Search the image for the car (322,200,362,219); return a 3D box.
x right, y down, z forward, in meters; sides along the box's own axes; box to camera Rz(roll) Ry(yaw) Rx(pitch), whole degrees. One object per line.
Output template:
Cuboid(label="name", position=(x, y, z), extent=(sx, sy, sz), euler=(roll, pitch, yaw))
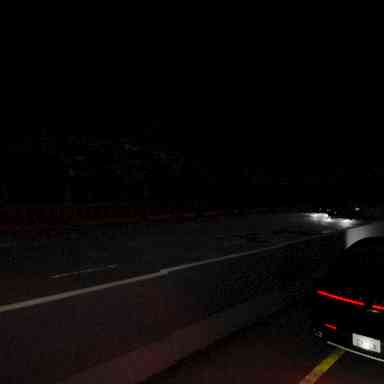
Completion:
Cuboid(label="car", position=(13.866, 1.543, 30.113), extent=(1.837, 1.490, 4.892), euler=(0, 0, 44))

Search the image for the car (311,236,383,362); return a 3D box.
Cuboid(label="car", position=(3.688, 1.513, 5.641), extent=(1.837, 1.490, 4.892), euler=(0, 0, 43))

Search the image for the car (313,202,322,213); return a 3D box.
Cuboid(label="car", position=(14.840, 1.609, 36.161), extent=(1.994, 1.385, 4.181), euler=(0, 0, 44))
